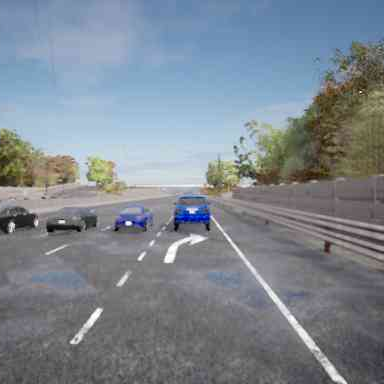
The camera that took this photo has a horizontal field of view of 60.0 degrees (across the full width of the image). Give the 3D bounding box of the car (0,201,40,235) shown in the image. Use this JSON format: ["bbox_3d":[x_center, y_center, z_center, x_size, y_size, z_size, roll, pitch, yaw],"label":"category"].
[{"bbox_3d":[-10.398,1.493,18.870,1.837,1.490,4.892,0,0,0],"label":"car"}]

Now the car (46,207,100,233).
[{"bbox_3d":[-6.894,1.551,19.626,1.994,1.385,4.181,0,0,0],"label":"car"}]

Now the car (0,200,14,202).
[{"bbox_3d":[-21.079,1.593,37.267,1.895,1.301,4.718,0,0,0],"label":"car"}]

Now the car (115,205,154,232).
[{"bbox_3d":[-3.399,1.513,20.101,1.812,1.442,4.674,0,0,0],"label":"car"}]

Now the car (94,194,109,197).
[{"bbox_3d":[-20.987,1.237,79.009,1.994,1.385,4.181,0,0,0],"label":"car"}]

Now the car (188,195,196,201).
[{"bbox_3d":[0.069,1.584,85.924,1.837,1.490,4.892,0,0,2],"label":"car"}]

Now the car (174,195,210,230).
[{"bbox_3d":[0.003,1.208,21.301,2.150,2.045,5.566,0,0,0],"label":"car"}]

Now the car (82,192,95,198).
[{"bbox_3d":[-24.487,0.910,78.980,2.150,2.045,5.566,0,0,0],"label":"car"}]
